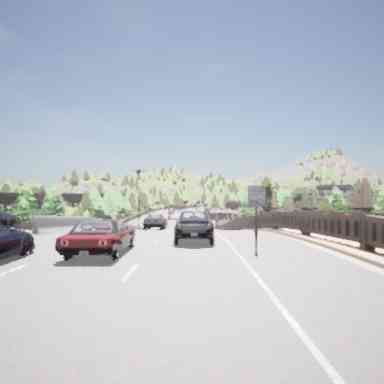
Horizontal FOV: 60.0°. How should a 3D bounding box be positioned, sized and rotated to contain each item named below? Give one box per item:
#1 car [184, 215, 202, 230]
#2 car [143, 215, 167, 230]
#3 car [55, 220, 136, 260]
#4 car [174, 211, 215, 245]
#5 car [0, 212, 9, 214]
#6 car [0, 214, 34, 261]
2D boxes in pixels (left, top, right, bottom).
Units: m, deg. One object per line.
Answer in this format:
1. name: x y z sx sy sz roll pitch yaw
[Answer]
1. car: 0.094 3.512 37.626 1.882 1.535 5.008 0 -7 0
2. car: -3.405 2.834 31.200 2.033 1.411 5.357 0 -6 0
3. car: -3.402 1.700 12.735 1.895 1.301 4.718 0 -1 0
4. car: 0.097 1.727 16.742 2.128 1.511 4.902 0 -2 0
5. car: -14.099 2.078 23.269 1.882 1.535 5.008 0 -4 0
6. car: -6.903 1.622 10.816 1.994 1.385 4.181 0 -1 0
